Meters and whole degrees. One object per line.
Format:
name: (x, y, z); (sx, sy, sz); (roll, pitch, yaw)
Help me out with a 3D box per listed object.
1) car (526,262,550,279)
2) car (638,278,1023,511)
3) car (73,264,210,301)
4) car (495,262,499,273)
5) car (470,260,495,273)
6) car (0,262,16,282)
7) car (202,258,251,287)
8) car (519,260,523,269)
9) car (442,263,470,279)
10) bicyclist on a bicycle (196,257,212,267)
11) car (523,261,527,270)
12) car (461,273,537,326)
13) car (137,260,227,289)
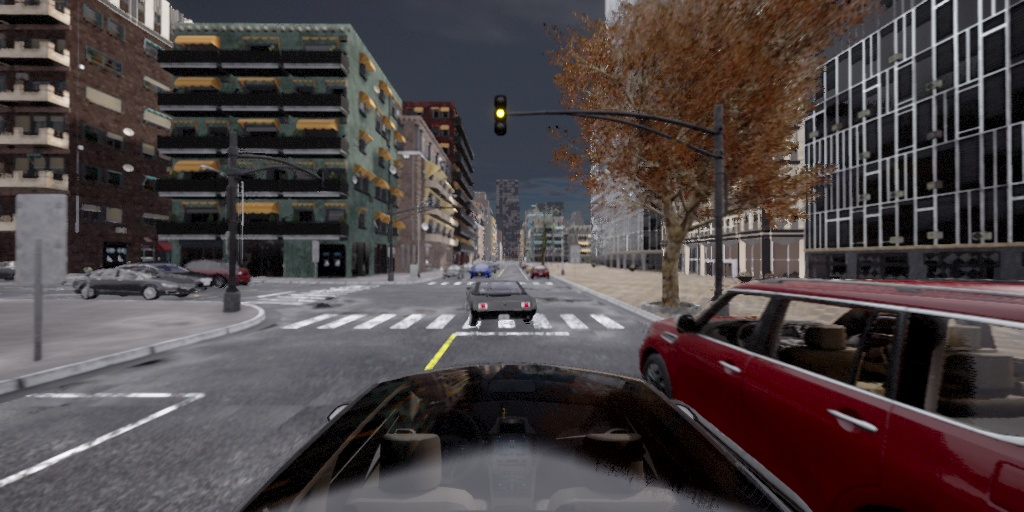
car: (2.691, 1.524, 35.155); (1.888, 1.381, 4.507); (0, 0, 0)
car: (2.691, 1.072, 2.769); (2.192, 1.841, 5.009); (0, 0, 0)
car: (-16.435, 1.184, 15.741); (4.403, 1.370, 2.007); (0, 0, -1)
car: (-3.086, 1.634, 47.433); (1.994, 1.385, 4.181); (0, 0, 0)
car: (-3.093, 1.466, 36.448); (1.882, 1.535, 5.008); (0, 0, 0)
car: (-33.189, 1.015, 23.954); (4.403, 1.370, 2.007); (0, 0, -1)
car: (-18.413, 1.001, 21.463); (4.553, 1.767, 2.097); (1, 0, 0)
car: (2.690, 1.771, 62.817); (1.802, 1.307, 4.207); (0, 0, 0)
car: (-5.690, 1.530, 35.155); (2.007, 1.370, 4.403); (0, 0, 0)
bicyclist on a bicycle: (-23.169, 0.927, 27.008); (0.582, 1.620, 1.656); (1, 0, -1)
car: (2.690, 1.587, 46.390); (1.751, 1.417, 4.829); (0, 0, 0)
car: (-0.591, 1.419, 12.131); (1.895, 1.301, 4.718); (0, 0, -10)
car: (-18.043, 1.122, 18.319); (4.902, 1.511, 2.128); (1, 0, -1)
